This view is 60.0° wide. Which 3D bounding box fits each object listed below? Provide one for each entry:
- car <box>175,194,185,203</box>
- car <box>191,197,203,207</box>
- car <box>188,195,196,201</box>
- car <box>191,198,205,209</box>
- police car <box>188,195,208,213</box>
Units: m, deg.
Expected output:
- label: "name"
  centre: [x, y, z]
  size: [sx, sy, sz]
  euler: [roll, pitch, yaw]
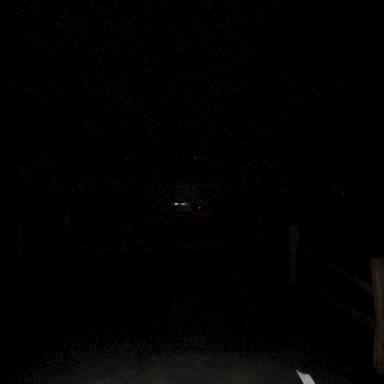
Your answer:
- label: "car"
  centre: [-2.749, 1.419, 75.953]
  size: [2.150, 2.045, 5.566]
  euler: [0, 0, 0]
- label: "car"
  centre: [0.825, 1.673, 55.228]
  size: [1.837, 1.490, 4.892]
  euler: [0, 0, 0]
- label: "car"
  centre: [0.001, 1.644, 90.262]
  size: [2.033, 1.411, 5.357]
  euler: [0, 0, 0]
- label: "car"
  centre: [0.826, 1.618, 49.227]
  size: [1.882, 1.535, 5.008]
  euler: [0, 0, 0]
- label: "police car"
  centre: [0.825, 1.529, 39.334]
  size: [1.930, 1.638, 5.238]
  euler: [0, 0, 0]
